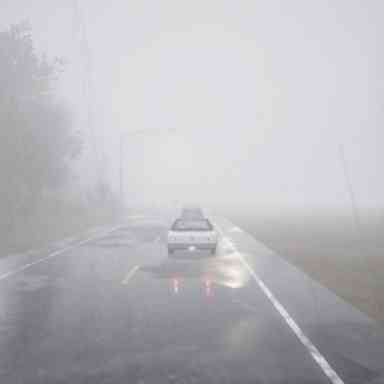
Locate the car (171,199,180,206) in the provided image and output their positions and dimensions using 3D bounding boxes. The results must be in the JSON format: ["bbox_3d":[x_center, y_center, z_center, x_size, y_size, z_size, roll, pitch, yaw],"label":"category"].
[{"bbox_3d":[-3.471,2.209,71.783,1.837,1.490,4.892,0,-1,0],"label":"car"}]

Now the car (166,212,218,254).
[{"bbox_3d":[0.008,1.741,14.100,1.895,1.301,4.718,0,-1,0],"label":"car"}]

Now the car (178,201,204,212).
[{"bbox_3d":[0.018,1.770,29.473,1.882,1.535,5.008,0,0,0],"label":"car"}]
